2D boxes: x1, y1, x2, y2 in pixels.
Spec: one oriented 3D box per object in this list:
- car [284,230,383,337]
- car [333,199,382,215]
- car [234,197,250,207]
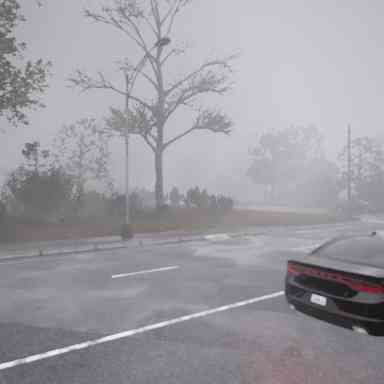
[{"bbox_3d":[3.945,1.474,6.440,5.008,1.535,1.882,0,0,-35],"label":"car"},{"bbox_3d":[16.853,1.489,34.077,1.837,1.490,4.892,0,0,-30],"label":"car"},{"bbox_3d":[7.168,1.549,52.311,2.128,1.511,4.902,0,0,-26],"label":"car"}]
